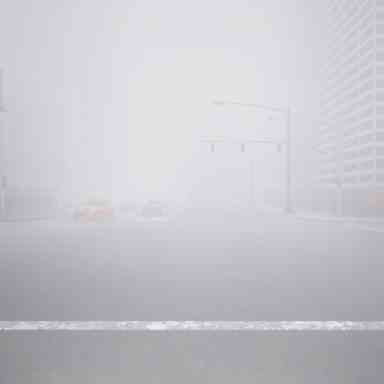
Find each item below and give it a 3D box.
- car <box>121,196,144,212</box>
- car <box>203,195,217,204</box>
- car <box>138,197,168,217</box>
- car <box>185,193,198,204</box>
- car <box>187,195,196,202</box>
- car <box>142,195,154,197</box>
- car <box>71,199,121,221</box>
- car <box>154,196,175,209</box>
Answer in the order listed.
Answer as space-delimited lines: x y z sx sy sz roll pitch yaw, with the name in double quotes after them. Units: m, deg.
-7.155 1.548 38.840 2.033 1.411 5.357 0 0 0 "car"
3.504 1.526 61.840 1.812 1.442 4.674 0 0 0 "car"
-3.642 1.505 31.750 1.837 1.490 4.892 0 0 0 "car"
-0.099 1.221 63.891 2.150 2.045 5.566 0 0 0 "car"
-0.115 1.382 74.562 1.994 1.385 4.181 0 0 0 "car"
-7.168 1.526 49.943 1.812 1.442 4.674 0 0 0 "car"
-7.873 1.351 26.971 2.097 1.767 4.553 0 0 10 "car"
-3.659 1.525 44.938 1.812 1.442 4.674 0 0 0 "car"
